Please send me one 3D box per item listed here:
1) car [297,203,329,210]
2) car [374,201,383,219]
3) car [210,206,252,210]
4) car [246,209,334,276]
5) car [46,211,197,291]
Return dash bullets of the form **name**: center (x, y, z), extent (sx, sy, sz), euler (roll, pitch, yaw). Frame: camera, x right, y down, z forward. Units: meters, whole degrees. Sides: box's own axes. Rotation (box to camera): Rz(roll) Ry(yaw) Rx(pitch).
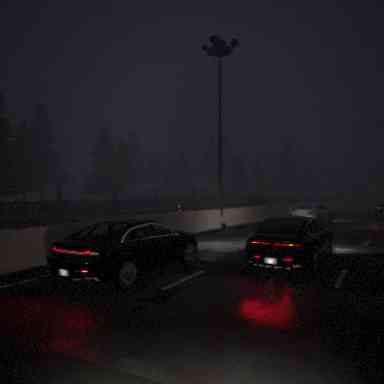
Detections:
- **car**: center (8.890, 1.547, 24.457), extent (1.812, 1.442, 4.674), euler (0, 0, 40)
- **car**: center (16.930, 1.501, 28.019), extent (2.128, 1.511, 4.902), euler (0, 0, 44)
- **car**: center (3.489, 1.519, 29.150), extent (1.882, 1.535, 5.008), euler (0, 0, 40)
- **car**: center (3.253, 1.515, 10.610), extent (1.837, 1.490, 4.892), euler (-1, 0, 31)
- **car**: center (-1.570, 1.510, 9.247), extent (2.128, 1.511, 4.902), euler (0, 0, 29)
